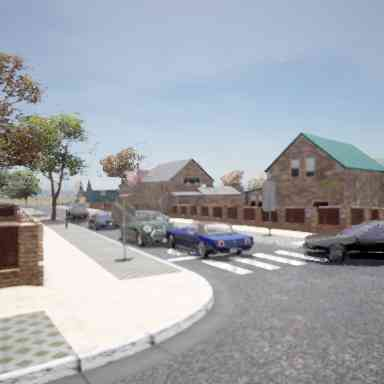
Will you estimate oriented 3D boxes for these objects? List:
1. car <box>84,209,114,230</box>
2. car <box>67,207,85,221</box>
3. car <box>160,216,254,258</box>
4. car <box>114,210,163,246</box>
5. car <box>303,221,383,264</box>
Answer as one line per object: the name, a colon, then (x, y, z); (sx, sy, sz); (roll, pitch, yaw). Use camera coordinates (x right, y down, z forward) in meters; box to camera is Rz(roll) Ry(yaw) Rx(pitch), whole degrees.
car: (-7.019, 2.236, 26.723); (1.994, 1.385, 4.181); (-1, -1, -28)
car: (-12.841, 2.421, 37.588); (1.882, 1.535, 5.008); (-1, -1, -28)
car: (0.524, 1.945, 14.453); (1.895, 1.301, 4.718); (0, 0, -28)
car: (-2.356, 1.812, 18.001); (2.097, 1.767, 4.553); (0, -1, -29)
car: (6.764, 1.734, 11.747); (5.357, 1.411, 2.033); (-1, -1, 16)
